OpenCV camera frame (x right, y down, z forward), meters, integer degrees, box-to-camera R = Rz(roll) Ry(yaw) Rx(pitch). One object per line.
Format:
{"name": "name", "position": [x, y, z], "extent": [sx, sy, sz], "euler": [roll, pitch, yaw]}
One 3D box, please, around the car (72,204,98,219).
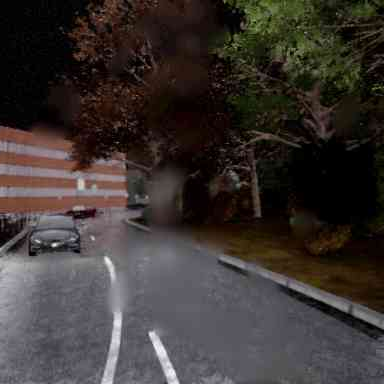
{"name": "car", "position": [-11.454, 2.077, 34.588], "extent": [1.882, 1.535, 5.008], "euler": [-1, -1, 7]}

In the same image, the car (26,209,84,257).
{"name": "car", "position": [-5.789, 1.718, 14.275], "extent": [1.837, 1.490, 4.892], "euler": [0, -1, -20]}

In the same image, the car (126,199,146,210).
{"name": "car", "position": [-8.897, 2.197, 59.223], "extent": [5.566, 2.045, 2.435], "euler": [-1, -1, 18]}

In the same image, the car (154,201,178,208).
{"name": "car", "position": [-5.436, 2.612, 69.979], "extent": [4.674, 1.452, 2.002], "euler": [-1, -1, 18]}

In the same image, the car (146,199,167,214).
{"name": "car", "position": [-4.359, 2.134, 47.927], "extent": [2.097, 1.767, 4.553], "euler": [-1, -1, 18]}

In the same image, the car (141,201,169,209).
{"name": "car", "position": [-7.156, 2.512, 64.597], "extent": [5.008, 1.535, 2.097], "euler": [-1, -1, 18]}
